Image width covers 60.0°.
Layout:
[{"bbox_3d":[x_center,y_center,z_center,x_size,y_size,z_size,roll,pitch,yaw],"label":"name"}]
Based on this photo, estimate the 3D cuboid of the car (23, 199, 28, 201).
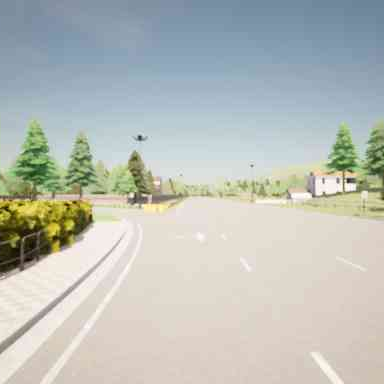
[{"bbox_3d":[-39.023,2.426,77.531,4.181,1.385,1.994,-1,-1,40],"label":"car"}]
